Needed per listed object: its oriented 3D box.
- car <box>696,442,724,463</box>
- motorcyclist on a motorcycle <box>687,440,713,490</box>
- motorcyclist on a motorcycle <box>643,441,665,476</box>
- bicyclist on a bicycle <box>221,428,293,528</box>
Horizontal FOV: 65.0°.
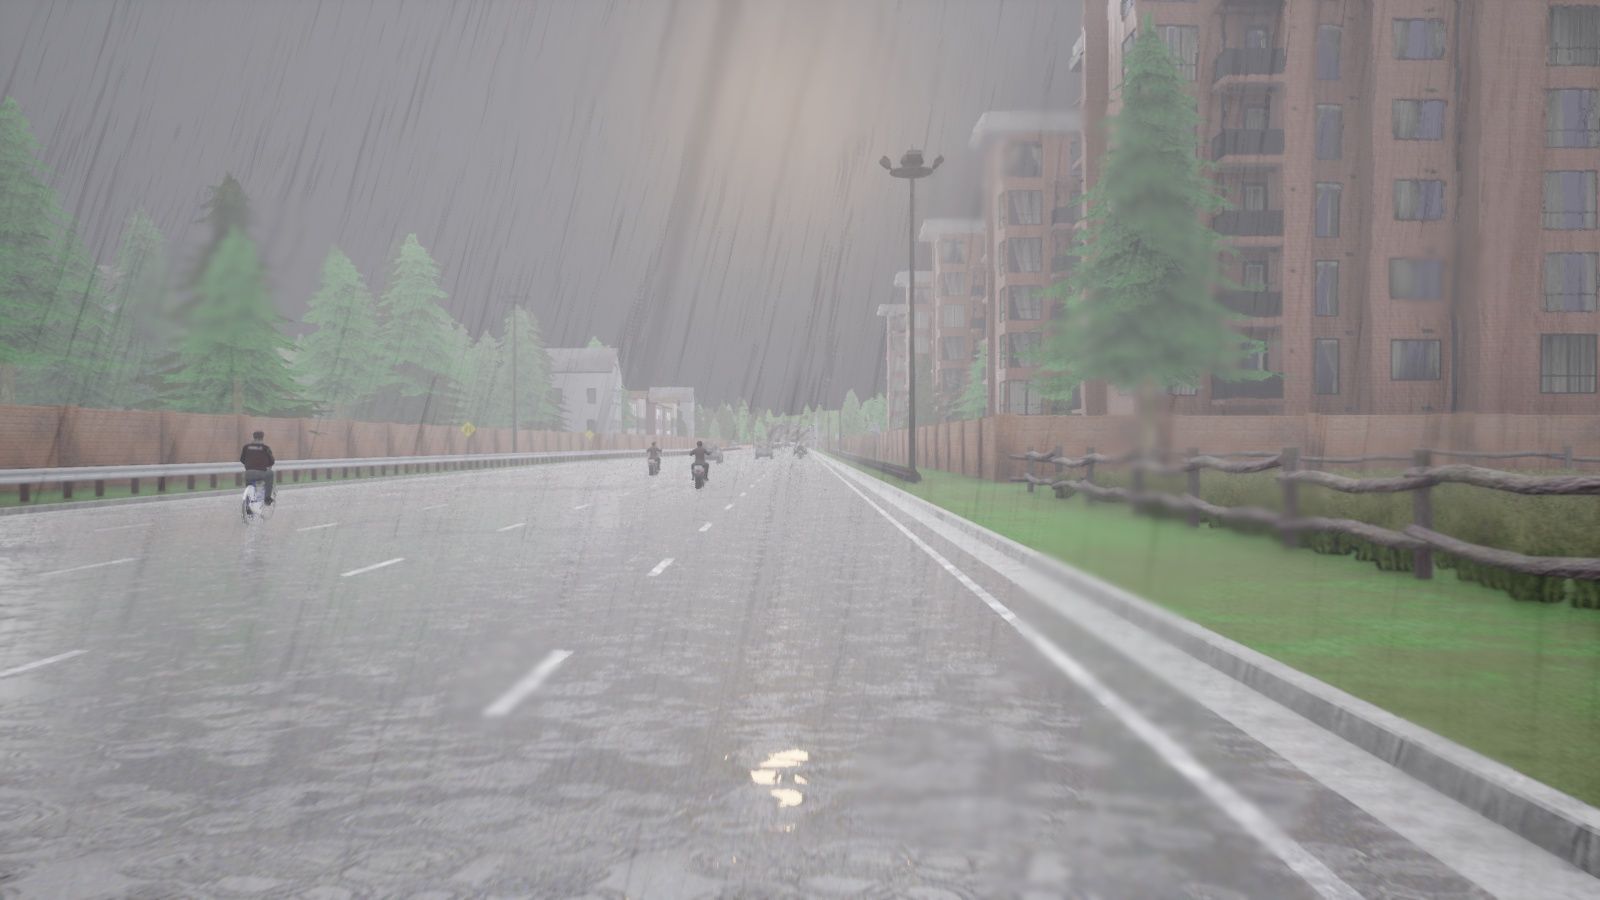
[{"bbox_3d":[-6.894,0.184,96.831,1.851,1.617,3.988,0,0,0],"label":"car"},{"bbox_3d":[-3.403,0.493,42.826,0.766,1.649,2.350,0,0,-1],"label":"motorcyclist on a motorcycle"},{"bbox_3d":[-6.947,0.410,59.923,0.766,1.649,2.350,0,0,0],"label":"motorcyclist on a motorcycle"},{"bbox_3d":[-10.164,0.498,23.570,0.659,1.776,1.843,3,0,-6],"label":"bicyclist on a bicycle"}]
